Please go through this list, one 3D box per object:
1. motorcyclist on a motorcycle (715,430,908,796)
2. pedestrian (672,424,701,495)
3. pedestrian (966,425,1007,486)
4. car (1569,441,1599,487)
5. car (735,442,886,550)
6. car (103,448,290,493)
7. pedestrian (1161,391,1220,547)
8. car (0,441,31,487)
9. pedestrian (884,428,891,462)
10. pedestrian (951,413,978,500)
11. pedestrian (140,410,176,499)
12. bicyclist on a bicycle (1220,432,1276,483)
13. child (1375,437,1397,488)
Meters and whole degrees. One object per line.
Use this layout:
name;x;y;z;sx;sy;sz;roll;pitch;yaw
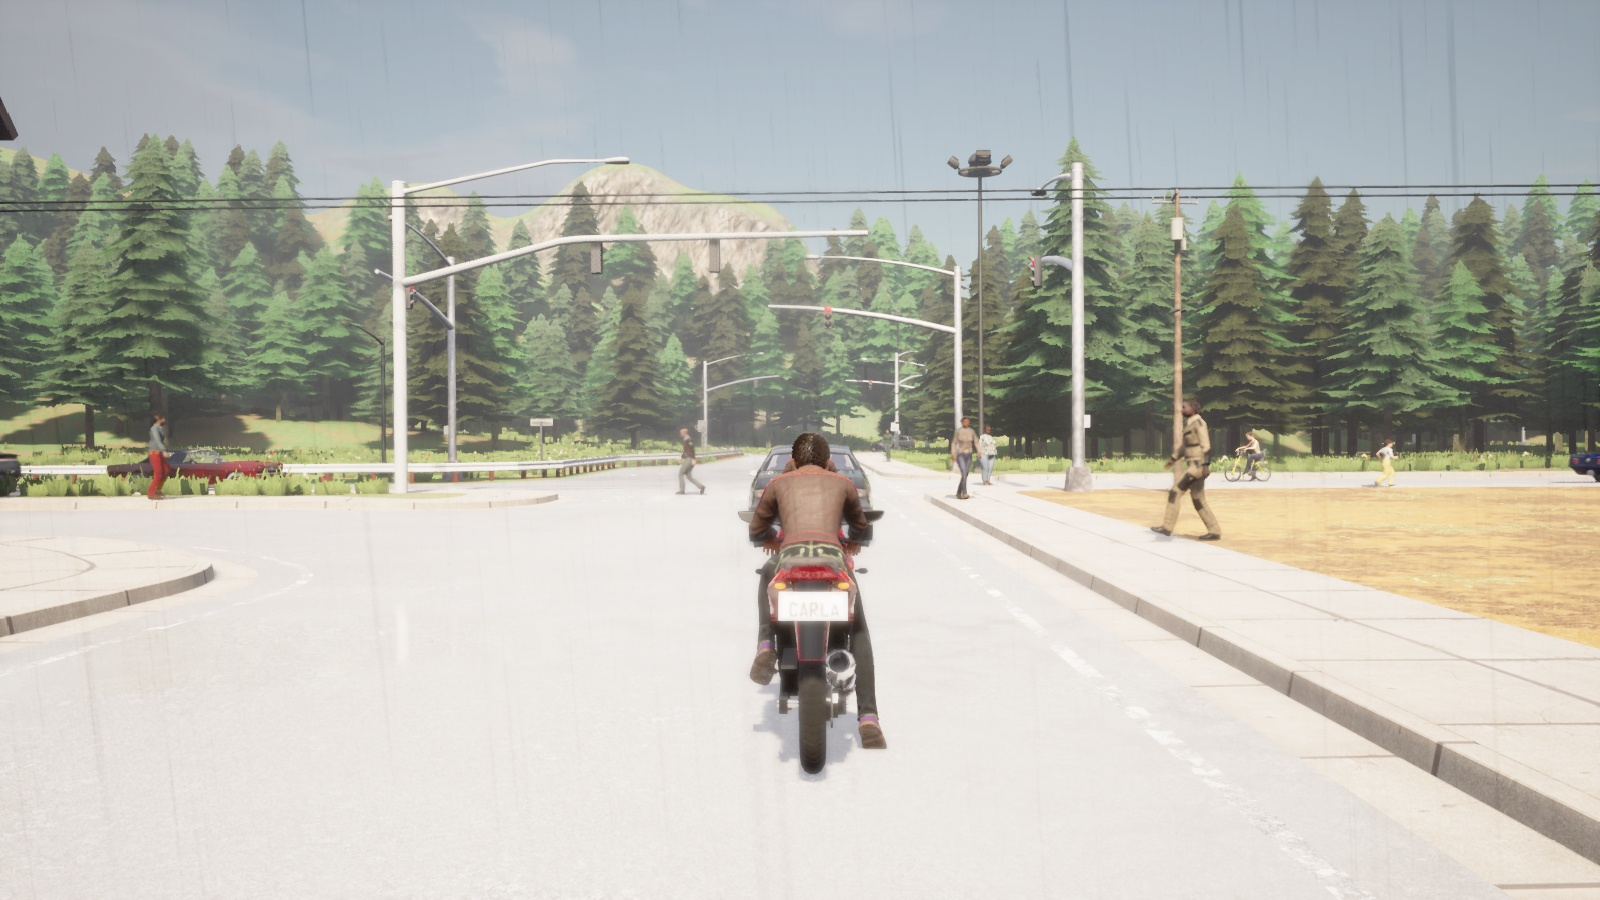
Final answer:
motorcyclist on a motorcycle;0.057;0.671;6.254;0.797;1.523;2.044;0;1;0
pedestrian;-2.974;0.242;32.976;0.720;1.854;0.376;0;1;-2
pedestrian;5.746;0.162;38.668;0.874;1.855;0.900;-1;1;-36
car;25.319;0.392;36.549;4.718;1.301;1.895;0;1;1
car;0.165;0.601;19.547;2.033;1.411;5.357;0;1;1
car;-18.043;0.596;37.681;4.718;1.301;1.895;0;1;1
pedestrian;4.921;0.232;15.816;0.692;1.930;0.396;0;1;18
car;-28.495;0.466;41.453;4.902;1.511;2.128;0;1;2
pedestrian;4.675;-0.270;66.790;0.353;1.847;0.614;0;1;4
pedestrian;3.470;0.134;26.519;0.328;1.805;0.869;0;1;-9
pedestrian;-13.438;0.097;26.297;0.614;1.847;0.353;0;1;-19
bicyclist on a bicycle;14.380;0.245;40.329;1.509;1.612;0.866;0;1;2
child;14.803;0.311;31.711;0.437;1.263;0.270;0;1;8
